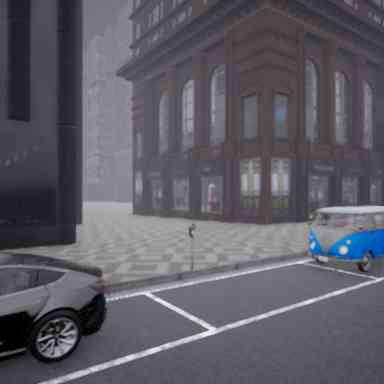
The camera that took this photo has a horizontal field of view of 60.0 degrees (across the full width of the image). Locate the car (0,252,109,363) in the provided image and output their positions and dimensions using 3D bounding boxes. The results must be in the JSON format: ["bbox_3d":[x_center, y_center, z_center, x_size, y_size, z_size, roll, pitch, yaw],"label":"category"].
[{"bbox_3d":[-3.265,1.566,4.317,4.313,1.339,1.947,0,0,-36],"label":"car"}]

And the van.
[{"bbox_3d":[5.364,1.341,10.477,3.998,1.788,1.690,0,0,-36],"label":"van"}]
